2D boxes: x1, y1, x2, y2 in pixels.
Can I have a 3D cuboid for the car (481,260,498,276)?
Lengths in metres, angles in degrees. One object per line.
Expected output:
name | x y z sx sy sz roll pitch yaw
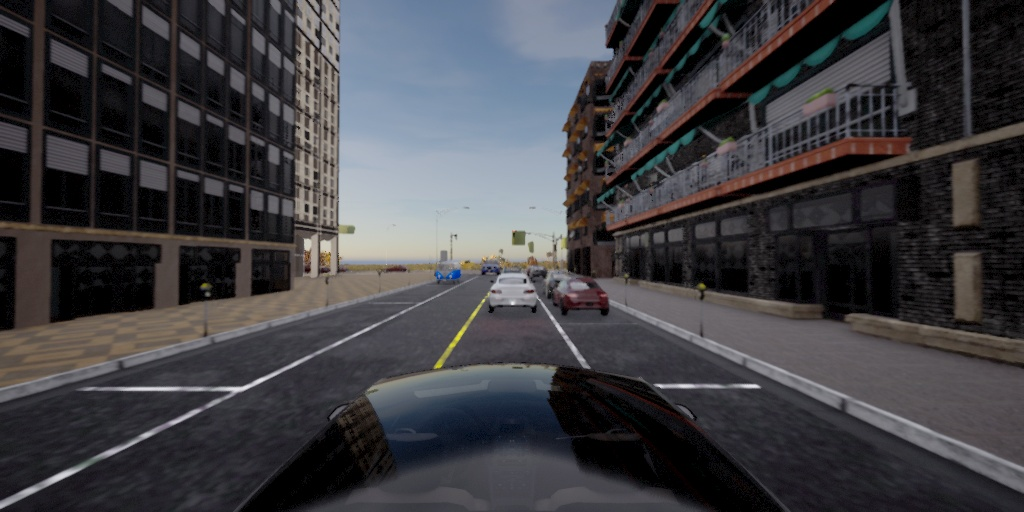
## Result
car | -2.792 1.486 47.123 2.150 2.045 5.566 0 -1 0

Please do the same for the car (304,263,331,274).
car | -31.449 2.028 56.551 5.009 1.841 2.192 0 0 -1

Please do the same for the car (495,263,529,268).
car | 0.035 1.553 29.187 2.128 1.511 4.902 0 -1 0

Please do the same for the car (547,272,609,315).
car | 2.562 1.471 13.924 1.802 1.307 4.207 0 0 0

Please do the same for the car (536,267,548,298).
car | 2.560 1.502 19.450 2.007 1.370 4.403 0 0 0

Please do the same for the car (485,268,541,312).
car | 0.046 1.425 14.870 1.812 1.442 4.674 0 0 0

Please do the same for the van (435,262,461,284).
van | -5.355 1.417 30.551 1.690 1.789 3.998 0 0 0

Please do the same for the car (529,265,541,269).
car | 2.652 1.689 36.027 2.007 1.370 4.403 0 0 0
